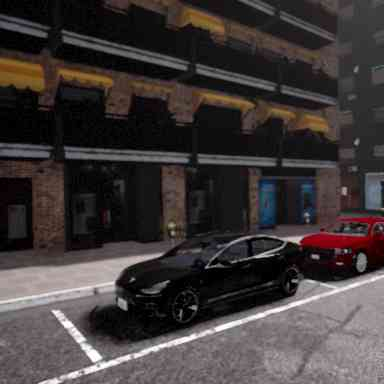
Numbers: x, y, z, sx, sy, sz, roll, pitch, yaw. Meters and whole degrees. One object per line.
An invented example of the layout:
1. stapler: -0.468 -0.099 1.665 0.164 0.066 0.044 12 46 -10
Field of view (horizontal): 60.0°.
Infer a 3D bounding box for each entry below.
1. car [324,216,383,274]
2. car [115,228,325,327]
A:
1. car: 5.142 1.473 10.233 4.507 1.381 1.887 -1 0 -35
2. car: 0.579 1.534 6.983 4.313 1.339 1.947 -1 0 -35
